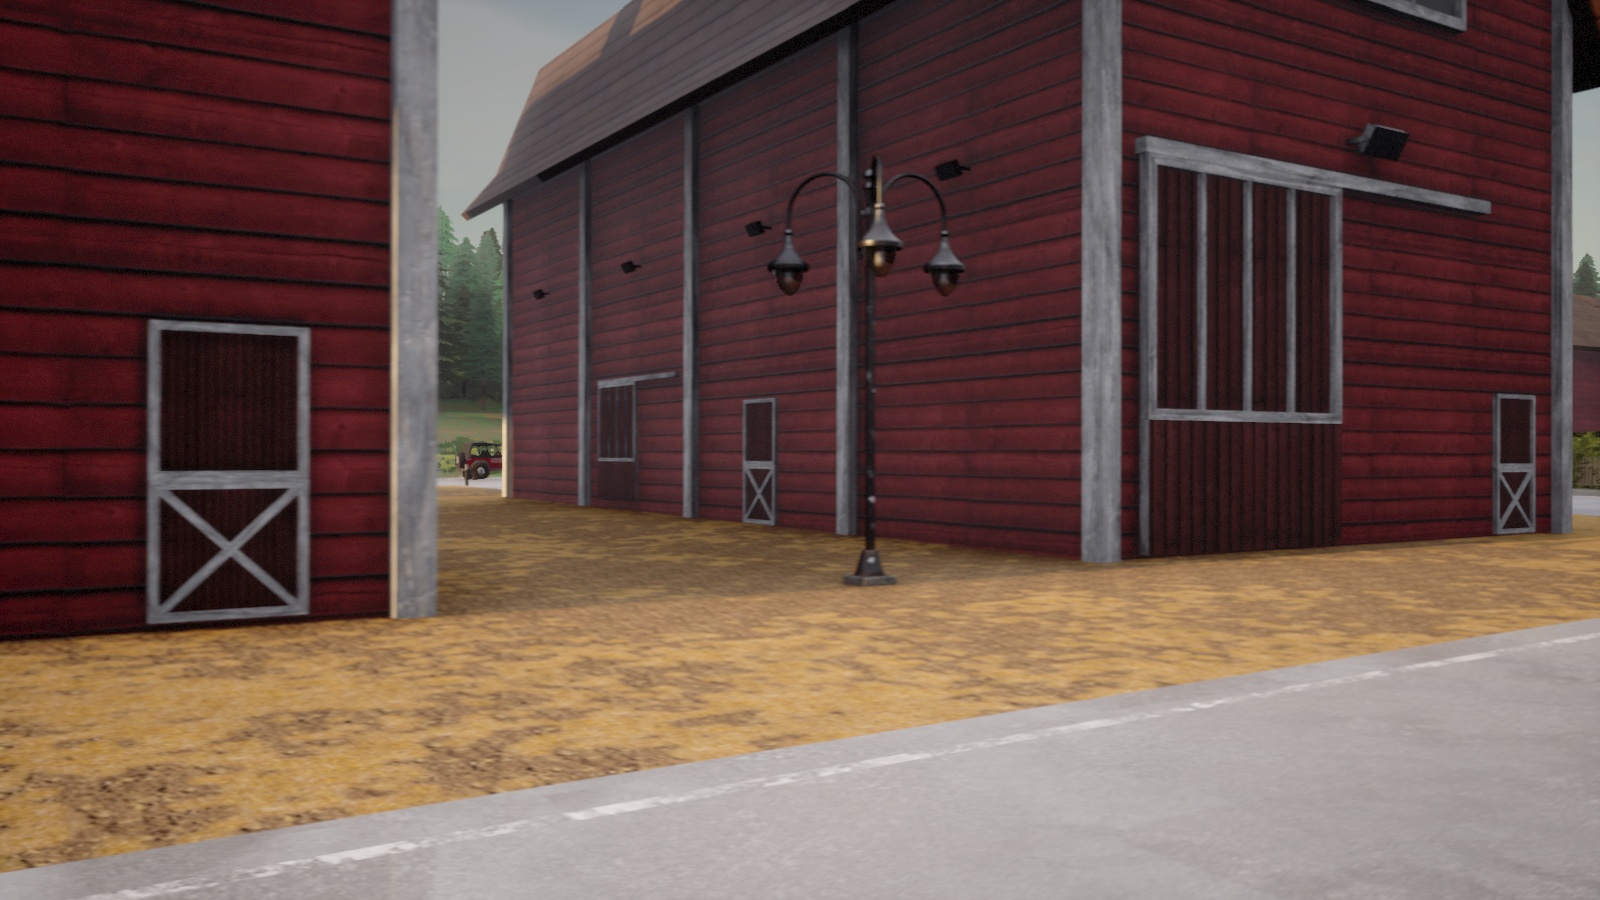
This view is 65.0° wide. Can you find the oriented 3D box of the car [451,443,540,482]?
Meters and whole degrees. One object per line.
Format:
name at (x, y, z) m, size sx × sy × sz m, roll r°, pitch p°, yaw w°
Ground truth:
car at (-15.008, 0.586, 61.948) m, size 3.866 × 1.878 × 1.905 m, roll 0°, pitch 0°, yaw -31°
